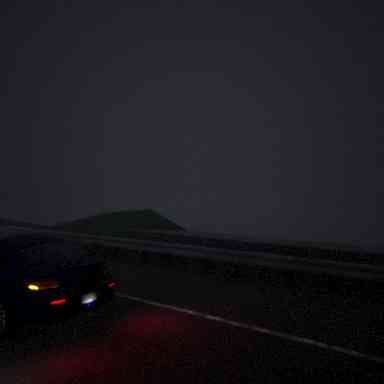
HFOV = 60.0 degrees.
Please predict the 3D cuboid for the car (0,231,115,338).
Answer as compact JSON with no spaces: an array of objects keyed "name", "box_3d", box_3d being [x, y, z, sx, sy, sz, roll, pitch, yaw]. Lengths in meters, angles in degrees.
[{"name":"car","box_3d":[-3.543,1.503,6.503,4.674,1.442,1.812,0,0,33]}]
